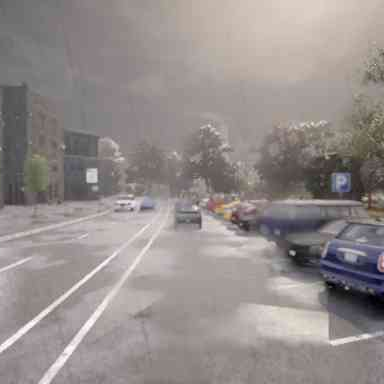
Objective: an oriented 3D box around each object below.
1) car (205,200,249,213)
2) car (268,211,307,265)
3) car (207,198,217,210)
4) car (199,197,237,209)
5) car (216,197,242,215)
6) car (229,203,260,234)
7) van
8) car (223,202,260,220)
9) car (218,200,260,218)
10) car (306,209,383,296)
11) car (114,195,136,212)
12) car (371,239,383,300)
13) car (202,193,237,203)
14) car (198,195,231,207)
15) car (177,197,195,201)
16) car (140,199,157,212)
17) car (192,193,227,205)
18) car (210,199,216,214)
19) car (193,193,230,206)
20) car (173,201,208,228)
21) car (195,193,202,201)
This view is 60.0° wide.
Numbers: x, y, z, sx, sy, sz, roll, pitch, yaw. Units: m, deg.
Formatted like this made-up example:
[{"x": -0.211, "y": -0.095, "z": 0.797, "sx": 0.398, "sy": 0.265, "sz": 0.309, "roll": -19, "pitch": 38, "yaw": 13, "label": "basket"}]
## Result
[{"x": 4.252, "y": 1.697, "z": 40.292, "sx": 4.792, "sy": 1.488, "sz": 2.163, "roll": 1, "pitch": 0, "yaw": -23, "label": "car"}, {"x": 5.254, "y": 1.538, "z": 10.572, "sx": 5.008, "sy": 1.535, "sz": 2.097, "roll": 1, "pitch": 0, "yaw": -21, "label": "car"}, {"x": 4.534, "y": 1.676, "z": 34.332, "sx": 4.892, "sy": 1.521, "sz": 2.231, "roll": 1, "pitch": 0, "yaw": -23, "label": "car"}, {"x": 3.856, "y": 1.576, "z": 49.271, "sx": 5.366, "sy": 1.575, "sz": 1.946, "roll": 0, "pitch": 1, "yaw": -24, "label": "car"}, {"x": 4.805, "y": 1.520, "z": 28.403, "sx": 4.553, "sy": 1.767, "sz": 2.185, "roll": 1, "pitch": 0, "yaw": -22, "label": "car"}, {"x": 5.071, "y": 1.591, "z": 19.482, "sx": 5.008, "sy": 1.535, "sz": 2.097, "roll": 1, "pitch": 0, "yaw": -22, "label": "car"}, {"x": 5.307, "y": 1.331, "z": 13.596, "sx": 4.442, "sy": 1.987, "sz": 1.878, "roll": 1, "pitch": -1, "yaw": -21, "label": "van"}, {"x": 4.971, "y": 1.609, "z": 22.459, "sx": 5.008, "sy": 1.535, "sz": 2.097, "roll": 1, "pitch": -1, "yaw": -22, "label": "car"}, {"x": 5.054, "y": 1.627, "z": 25.498, "sx": 5.366, "sy": 1.575, "sz": 1.946, "roll": 1, "pitch": -1, "yaw": -22, "label": "car"}, {"x": 5.252, "y": 1.396, "z": 7.600, "sx": 4.553, "sy": 1.767, "sz": 2.185, "roll": 1, "pitch": -1, "yaw": -21, "label": "car"}, {"x": -8.251, "y": 1.404, "z": 41.538, "sx": 2.150, "sy": 2.045, "sz": 5.566, "roll": 0, "pitch": 0, "yaw": -3, "label": "car"}, {"x": 5.302, "y": 1.507, "z": 4.635, "sx": 5.008, "sy": 1.535, "sz": 2.097, "roll": 1, "pitch": -1, "yaw": -21, "label": "car"}, {"x": 4.410, "y": 1.425, "z": 37.321, "sx": 5.566, "sy": 2.045, "sz": 2.435, "roll": 1, "pitch": 0, "yaw": -23, "label": "car"}, {"x": 3.515, "y": 1.403, "z": 52.161, "sx": 4.553, "sy": 1.767, "sz": 2.185, "roll": 0, "pitch": 1, "yaw": -24, "label": "car"}, {"x": -1.101, "y": 1.528, "z": 41.384, "sx": 2.097, "sy": 1.767, "sz": 4.553, "roll": 0, "pitch": 0, "yaw": -3, "label": "car"}, {"x": -5.461, "y": 1.655, "z": 41.756, "sx": 1.882, "sy": 1.535, "sz": 5.008, "roll": 0, "pitch": 0, "yaw": -3, "label": "car"}, {"x": 3.071, "y": 1.165, "z": 58.089, "sx": 5.566, "sy": 2.045, "sz": 2.435, "roll": 0, "pitch": 1, "yaw": -25, "label": "car"}, {"x": 4.651, "y": 1.663, "z": 31.365, "sx": 5.008, "sy": 1.535, "sz": 2.097, "roll": 1, "pitch": -1, "yaw": -23, "label": "car"}, {"x": 3.249, "y": 1.221, "z": 55.092, "sx": 5.566, "sy": 2.045, "sz": 2.435, "roll": 0, "pitch": 1, "yaw": -24, "label": "car"}, {"x": -0.300, "y": 1.626, "z": 23.388, "sx": 2.128, "sy": 1.511, "sz": 4.902, "roll": 0, "pitch": 0, "yaw": -2, "label": "car"}, {"x": 3.859, "y": 1.367, "z": 46.197, "sx": 5.566, "sy": 2.045, "sz": 2.435, "roll": 0, "pitch": 1, "yaw": -24, "label": "car"}]
